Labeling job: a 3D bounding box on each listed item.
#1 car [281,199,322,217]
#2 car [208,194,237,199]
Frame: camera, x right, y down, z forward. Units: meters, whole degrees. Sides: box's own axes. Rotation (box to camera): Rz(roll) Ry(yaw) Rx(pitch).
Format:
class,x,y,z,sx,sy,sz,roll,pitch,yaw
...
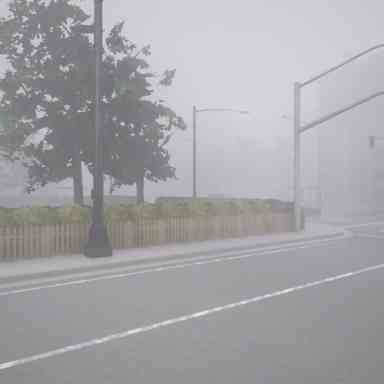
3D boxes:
class,x,y,z,sx,sy,sz,roll,pitch,yaw
car,9.604,1.476,30.990,1.882,1.535,5.008,0,0,-35
car,3.914,1.220,39.212,2.150,2.045,5.566,0,0,-35
